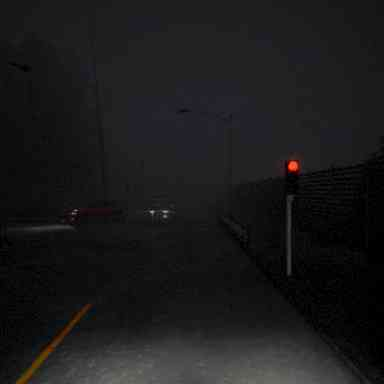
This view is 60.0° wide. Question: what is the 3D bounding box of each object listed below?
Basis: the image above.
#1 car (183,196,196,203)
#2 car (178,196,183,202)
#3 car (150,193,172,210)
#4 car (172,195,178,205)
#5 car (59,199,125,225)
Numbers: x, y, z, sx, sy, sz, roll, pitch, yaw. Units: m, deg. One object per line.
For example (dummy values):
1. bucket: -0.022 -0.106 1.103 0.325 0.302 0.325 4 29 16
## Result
1. car: -0.345 1.504 67.909 1.837 1.490 4.892 0 0 -5
2. car: -4.295 1.540 77.394 5.357 1.411 2.033 0 0 40
3. car: -4.229 1.220 43.981 2.150 2.045 5.566 0 0 0
4. car: -4.242 1.351 60.642 2.097 1.767 4.553 0 0 0
5. car: -7.188 1.352 24.071 2.097 1.767 4.553 -1 0 41
